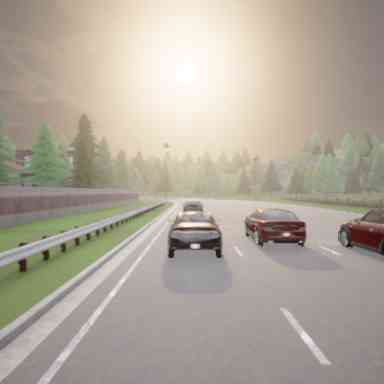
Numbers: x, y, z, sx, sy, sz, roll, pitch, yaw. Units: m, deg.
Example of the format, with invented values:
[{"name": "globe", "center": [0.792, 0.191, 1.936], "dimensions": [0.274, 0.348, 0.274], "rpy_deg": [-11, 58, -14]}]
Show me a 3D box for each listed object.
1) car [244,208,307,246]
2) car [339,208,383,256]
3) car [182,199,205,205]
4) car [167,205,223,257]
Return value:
[{"name": "car", "center": [3.600, 1.458, 15.117], "dimensions": [1.882, 1.535, 5.008], "rpy_deg": [0, 0, 0]}, {"name": "car", "center": [7.099, 1.336, 11.855], "dimensions": [2.097, 1.767, 4.553], "rpy_deg": [0, 0, 0]}, {"name": "car", "center": [0.100, 1.466, 31.207], "dimensions": [1.837, 1.490, 4.892], "rpy_deg": [0, 0, 0]}, {"name": "car", "center": [0.099, 1.476, 12.830], "dimensions": [2.128, 1.511, 4.902], "rpy_deg": [0, 0, 0]}]
